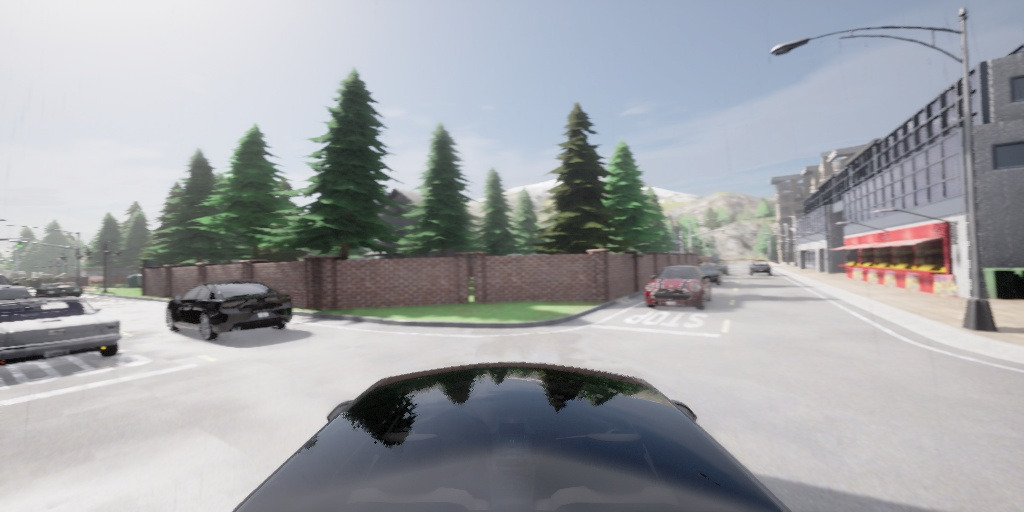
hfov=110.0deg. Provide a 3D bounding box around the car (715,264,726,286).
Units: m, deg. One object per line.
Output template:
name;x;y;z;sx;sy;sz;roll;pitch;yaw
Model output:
car;14.593;1.367;26.816;1.837;1.490;4.892;-2;-2;33

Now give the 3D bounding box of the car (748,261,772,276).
car;25.708;1.240;37.203;2.128;1.511;4.902;-2;-1;33

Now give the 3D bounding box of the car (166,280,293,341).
car;-8.709;1.509;10.936;5.008;1.535;1.882;-2;-1;33

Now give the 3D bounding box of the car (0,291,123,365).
car;-10.675;1.633;8.069;4.718;1.301;1.895;-2;-1;31

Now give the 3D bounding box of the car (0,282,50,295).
car;-19.246;1.882;13.381;4.892;1.490;1.837;-2;-1;32

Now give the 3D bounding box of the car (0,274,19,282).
car;-28.334;1.965;19.045;5.566;2.045;2.150;-2;-1;31

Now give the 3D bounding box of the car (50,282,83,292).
car;-34.340;2.672;27.142;4.718;1.301;1.895;-2;-1;32

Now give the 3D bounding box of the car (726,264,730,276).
car;22.262;1.475;38.619;1.895;1.301;4.718;-2;-1;33

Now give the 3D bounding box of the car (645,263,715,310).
car;7.171;1.200;15.351;2.097;1.767;4.553;-2;-2;33
